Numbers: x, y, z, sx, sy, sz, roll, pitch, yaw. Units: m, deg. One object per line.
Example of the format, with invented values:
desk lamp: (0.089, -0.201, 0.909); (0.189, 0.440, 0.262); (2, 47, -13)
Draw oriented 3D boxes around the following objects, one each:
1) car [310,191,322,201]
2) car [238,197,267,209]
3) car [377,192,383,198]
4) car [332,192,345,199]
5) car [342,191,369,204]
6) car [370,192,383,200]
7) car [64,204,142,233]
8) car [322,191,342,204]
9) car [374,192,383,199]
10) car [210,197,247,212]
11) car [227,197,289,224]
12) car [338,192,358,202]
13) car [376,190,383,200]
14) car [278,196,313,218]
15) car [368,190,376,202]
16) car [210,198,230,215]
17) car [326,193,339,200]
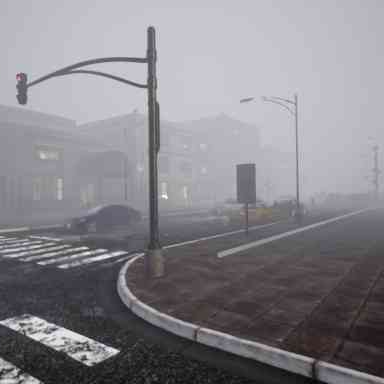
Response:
car: (23.625, 0.769, 62.388); (2.192, 1.841, 5.009); (-1, 0, 36)
car: (7.343, 1.293, 40.026); (1.802, 1.307, 4.206); (-1, 0, 36)
car: (43.254, 0.652, 75.091); (1.887, 1.381, 4.507); (-1, 0, 36)
car: (33.399, 0.743, 75.805); (1.967, 1.590, 4.097); (-1, 0, 36)
car: (22.927, 0.898, 46.443); (1.882, 1.535, 5.008); (-1, 0, 36)
car: (36.914, 0.771, 66.398); (1.947, 1.339, 4.313); (-1, 0, 36)
car: (-4.908, 1.420, 18.919); (1.812, 1.442, 4.674); (-1, 0, 38)
car: (21.414, 0.812, 49.531); (2.097, 1.767, 4.553); (-1, 0, 36)
car: (40.171, 0.721, 70.871); (1.947, 1.339, 4.313); (-1, 0, 36)
car: (3.985, 1.290, 35.415); (1.752, 1.417, 4.829); (-1, 0, 36)
car: (4.441, 1.242, 21.811); (1.752, 1.417, 4.829); (-1, 0, 36)
car: (26.651, 0.869, 56.728); (2.128, 1.511, 4.902); (-1, 0, 36)
car: (33.654, 0.570, 61.925); (2.192, 1.841, 5.009); (-1, 0, 36)
car: (7.599, 1.217, 26.146); (2.008, 1.369, 4.403); (-1, 0, 36)
car: (27.053, 0.860, 52.098); (1.837, 1.490, 4.892); (-1, 0, 36)
car: (3.641, 1.358, 30.546); (1.895, 1.301, 4.718); (-1, 0, 36)
car: (30.143, 0.935, 71.333); (1.802, 1.307, 4.206); (-1, 0, 36)
